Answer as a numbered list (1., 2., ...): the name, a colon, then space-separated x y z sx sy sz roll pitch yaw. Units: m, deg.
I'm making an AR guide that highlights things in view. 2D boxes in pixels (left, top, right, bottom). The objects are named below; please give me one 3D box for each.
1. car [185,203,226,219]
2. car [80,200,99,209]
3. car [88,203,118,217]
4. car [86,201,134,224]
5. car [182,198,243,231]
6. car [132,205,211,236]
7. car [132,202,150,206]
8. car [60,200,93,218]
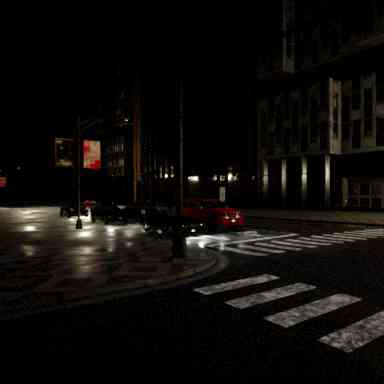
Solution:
1. car: 1.271 1.884 33.873 1.994 1.385 4.181 0 -1 -36
2. car: -19.457 2.277 62.821 1.882 1.535 5.008 0 -1 -36
3. car: -10.430 2.024 38.724 1.812 1.442 4.674 0 -1 -35
4. car: -7.167 1.855 28.568 1.882 1.535 5.008 0 -1 -36
5. car: 1.008 1.455 22.774 2.150 2.045 5.566 0 -1 -34
6. car: -1.476 1.793 20.617 2.033 1.411 5.357 0 -1 -36
7. car: -4.648 1.716 30.639 2.097 1.767 4.553 0 -1 -36
8. car: -13.078 1.866 36.840 2.097 1.767 4.553 0 -1 -35
